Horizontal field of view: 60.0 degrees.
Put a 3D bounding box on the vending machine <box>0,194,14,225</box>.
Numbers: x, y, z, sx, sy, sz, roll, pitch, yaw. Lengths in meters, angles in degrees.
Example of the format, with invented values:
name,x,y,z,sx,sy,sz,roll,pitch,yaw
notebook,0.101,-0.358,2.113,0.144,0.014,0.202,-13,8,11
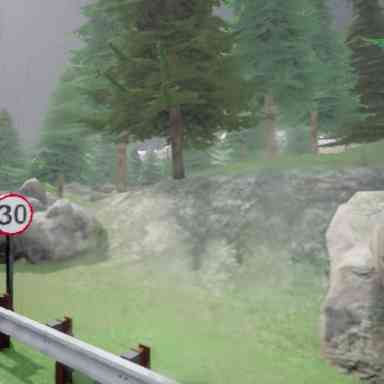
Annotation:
name,x,y,z,sx,sy,sz,roll,pitch,yaw
vending machine,-13.138,1.177,23.043,1.100,2.100,0.880,0,0,12
